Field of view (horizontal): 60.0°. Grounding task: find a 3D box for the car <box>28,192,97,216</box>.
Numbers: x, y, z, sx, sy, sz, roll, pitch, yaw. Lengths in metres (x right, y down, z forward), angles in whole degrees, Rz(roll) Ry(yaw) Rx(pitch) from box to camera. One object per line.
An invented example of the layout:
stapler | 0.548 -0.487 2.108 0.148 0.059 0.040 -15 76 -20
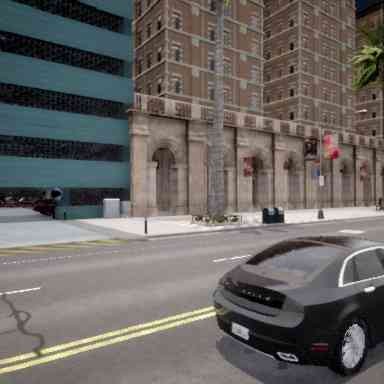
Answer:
car | -11.474 1.029 30.439 5.566 2.045 2.435 0 0 -35

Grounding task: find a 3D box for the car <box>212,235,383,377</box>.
car | 2.581 1.504 5.589 4.892 1.490 1.837 0 0 -35

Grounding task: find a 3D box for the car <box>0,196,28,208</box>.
car | -22.829 1.463 45.067 4.718 1.301 1.895 0 0 -35

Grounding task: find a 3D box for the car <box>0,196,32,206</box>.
car | -29.183 1.413 54.781 4.786 1.482 2.161 0 0 -35
